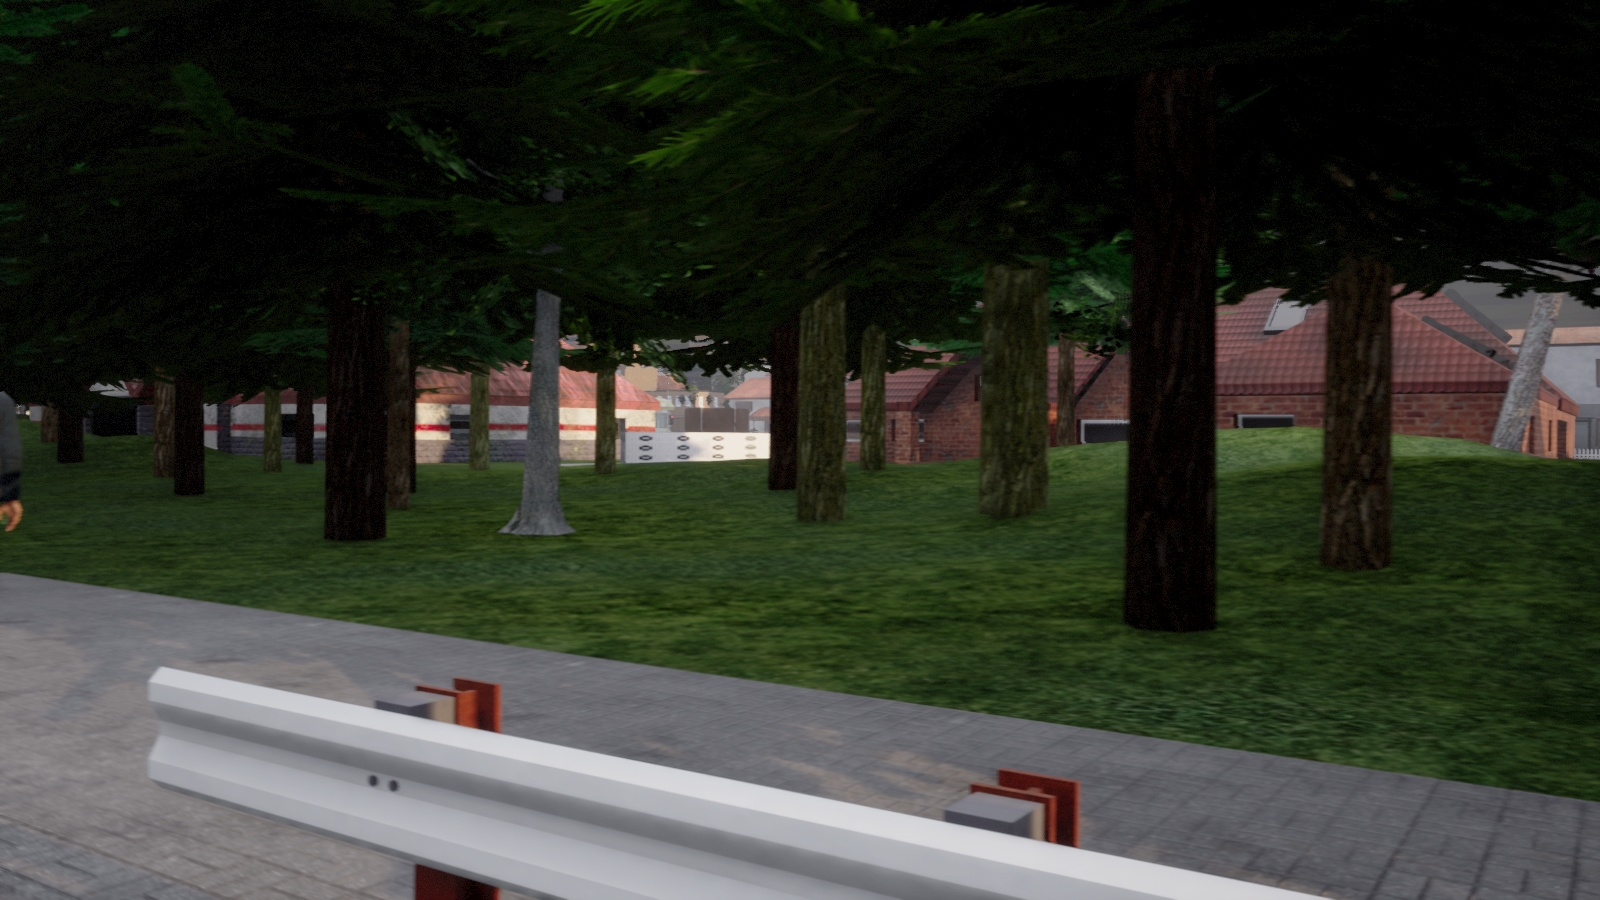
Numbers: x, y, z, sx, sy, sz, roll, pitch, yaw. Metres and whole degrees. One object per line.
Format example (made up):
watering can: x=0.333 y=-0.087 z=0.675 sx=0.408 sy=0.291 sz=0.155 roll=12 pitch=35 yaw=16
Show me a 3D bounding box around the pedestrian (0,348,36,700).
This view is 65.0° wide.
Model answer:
pedestrian: x=-4.483 y=0.389 z=6.784 sx=0.726 sy=1.842 sz=0.402 roll=0 pitch=1 yaw=43
